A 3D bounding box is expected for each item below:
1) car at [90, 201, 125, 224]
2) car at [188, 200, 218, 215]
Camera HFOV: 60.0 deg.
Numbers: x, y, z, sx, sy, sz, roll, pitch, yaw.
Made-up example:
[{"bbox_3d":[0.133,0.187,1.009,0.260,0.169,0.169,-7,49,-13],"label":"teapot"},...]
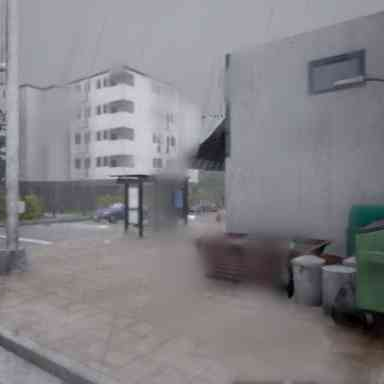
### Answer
[{"bbox_3d":[-5.045,1.384,23.896,1.812,1.442,4.674,0,0,35],"label":"car"},{"bbox_3d":[0.705,1.423,31.907,1.994,1.385,4.181,0,0,36],"label":"car"}]
